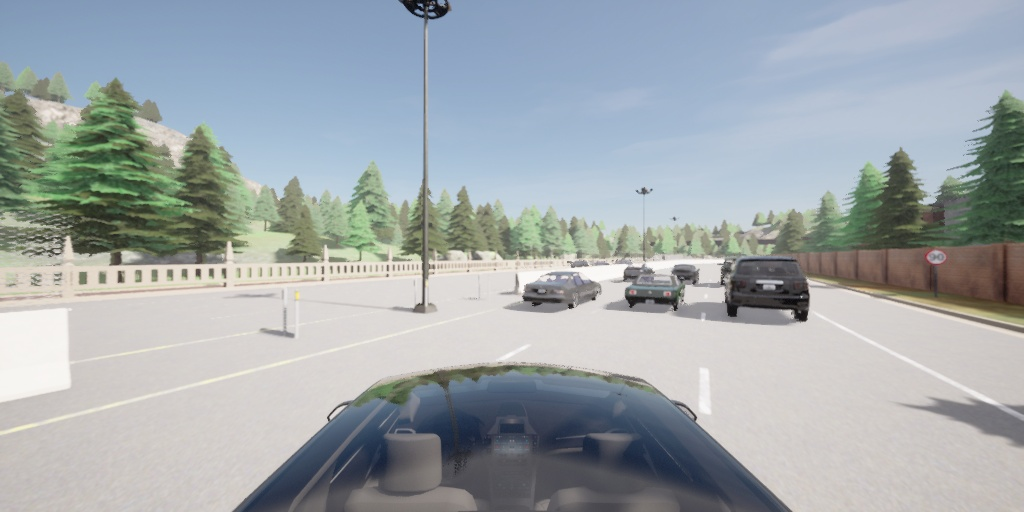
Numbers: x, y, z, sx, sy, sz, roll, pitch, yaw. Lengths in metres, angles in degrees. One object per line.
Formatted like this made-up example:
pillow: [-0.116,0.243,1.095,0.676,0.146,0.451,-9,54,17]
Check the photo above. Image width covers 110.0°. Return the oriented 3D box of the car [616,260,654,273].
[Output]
car: [10.702,1.357,30.243,2.128,1.511,4.902,0,0,30]

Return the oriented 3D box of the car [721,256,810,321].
car: [9.026,1.025,13.076,2.150,2.045,5.566,0,0,29]

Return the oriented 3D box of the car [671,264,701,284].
car: [13.757,1.369,28.534,1.837,1.490,4.892,0,0,30]

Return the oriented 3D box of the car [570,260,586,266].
car: [11.064,1.474,59.296,1.837,1.490,4.892,0,0,30]

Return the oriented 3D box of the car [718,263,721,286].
car: [16.210,1.079,25.798,2.150,2.045,5.566,0,0,30]

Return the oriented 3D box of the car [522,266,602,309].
car: [2.327,1.350,15.443,2.033,1.411,5.357,0,0,29]

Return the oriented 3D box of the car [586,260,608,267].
car: [14.111,1.459,57.585,2.128,1.511,4.902,0,0,30]

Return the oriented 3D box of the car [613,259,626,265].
car: [17.285,1.319,56.088,2.097,1.767,4.553,0,0,30]

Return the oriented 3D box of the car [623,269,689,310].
car: [6.178,1.406,15.142,1.895,1.301,4.718,0,0,29]
